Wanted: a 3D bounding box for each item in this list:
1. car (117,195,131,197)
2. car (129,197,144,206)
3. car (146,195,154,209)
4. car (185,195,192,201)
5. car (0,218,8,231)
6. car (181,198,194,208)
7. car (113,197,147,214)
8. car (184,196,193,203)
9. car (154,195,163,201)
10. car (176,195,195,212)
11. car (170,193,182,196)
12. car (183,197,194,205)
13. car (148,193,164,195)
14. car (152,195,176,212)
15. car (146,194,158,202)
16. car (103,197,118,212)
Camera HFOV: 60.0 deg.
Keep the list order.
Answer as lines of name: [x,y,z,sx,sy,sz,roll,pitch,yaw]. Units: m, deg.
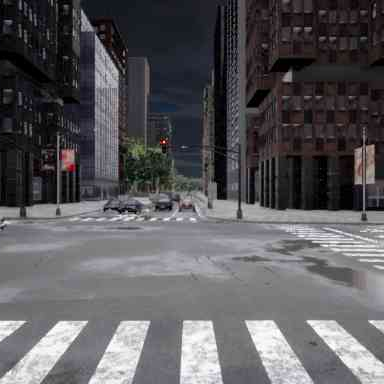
car: [-9.118,1.331,44.334,2.192,1.841,5.009,0,0,0]
car: [-9.173,1.565,55.015,1.752,1.417,4.829,0,0,0]
car: [-6.455,1.544,45.266,1.812,1.442,4.674,0,0,0]
car: [-0.852,1.687,93.199,1.887,1.381,4.507,0,0,0]
car: [-11.152,1.468,15.150,4.718,1.301,1.895,1,0,-16]
car: [-0.620,1.610,49.799,1.802,1.307,4.206,0,0,0]
car: [-6.402,1.544,35.039,2.033,1.411,5.357,0,0,0]
car: [-0.736,1.606,71.669,1.752,1.417,4.829,0,0,0]
car: [-9.376,1.687,93.166,1.887,1.381,4.507,0,0,0]
car: [-0.563,1.445,38.950,1.967,1.590,4.097,0,0,0]
car: [-3.361,1.286,64.925,2.150,2.045,5.566,0,0,0]
car: [-0.678,1.598,60.649,1.887,1.381,4.507,0,0,0]
car: [-6.500,1.263,55.908,2.150,2.045,5.566,0,0,-1]
car: [-3.260,1.484,39.758,1.882,1.535,5.008,0,0,0]
car: [-9.290,1.410,76.889,2.192,1.841,5.009,0,0,0]
car: [-9.088,1.571,38.907,1.947,1.339,4.313,0,0,0]
